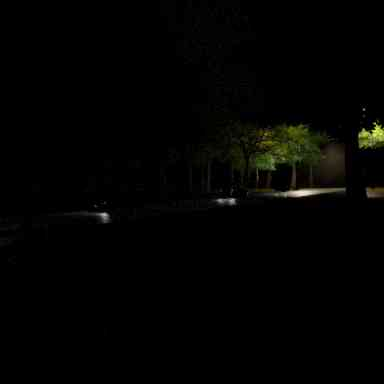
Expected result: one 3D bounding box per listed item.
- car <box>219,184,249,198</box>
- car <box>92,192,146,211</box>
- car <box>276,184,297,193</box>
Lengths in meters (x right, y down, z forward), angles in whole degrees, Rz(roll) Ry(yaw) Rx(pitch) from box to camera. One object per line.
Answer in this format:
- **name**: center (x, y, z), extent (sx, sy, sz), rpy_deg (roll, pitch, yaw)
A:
- **car**: center (5.291, -0.166, 41.627), extent (2.097, 1.767, 4.553), rpy_deg (-1, 2, 38)
- **car**: center (-5.863, 0.719, 27.135), extent (1.812, 1.442, 4.674), rpy_deg (-1, 2, 39)
- **car**: center (15.534, -0.611, 54.791), extent (1.895, 1.301, 4.718), rpy_deg (-1, 2, 38)
